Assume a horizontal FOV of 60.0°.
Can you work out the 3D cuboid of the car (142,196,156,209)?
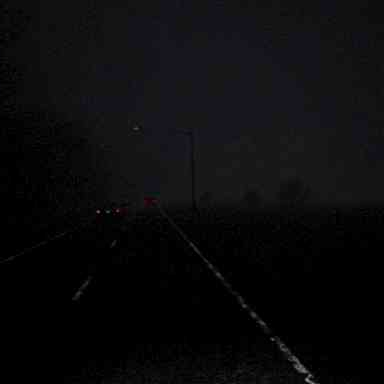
[{"bbox_3d":[-7.238,1.701,56.450,2.150,2.045,5.566,-1,0,-8],"label":"car"}]

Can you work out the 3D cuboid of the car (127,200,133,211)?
[{"bbox_3d":[-9.806,2.013,49.240,1.837,1.490,4.892,-1,0,-8],"label":"car"}]

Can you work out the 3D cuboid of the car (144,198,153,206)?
[{"bbox_3d":[-9.551,2.153,73.197,1.812,1.442,4.674,-1,0,-8],"label":"car"}]

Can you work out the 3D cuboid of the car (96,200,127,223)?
[{"bbox_3d":[-7.197,1.689,29.530,2.097,1.767,4.553,-1,0,-8],"label":"car"}]
